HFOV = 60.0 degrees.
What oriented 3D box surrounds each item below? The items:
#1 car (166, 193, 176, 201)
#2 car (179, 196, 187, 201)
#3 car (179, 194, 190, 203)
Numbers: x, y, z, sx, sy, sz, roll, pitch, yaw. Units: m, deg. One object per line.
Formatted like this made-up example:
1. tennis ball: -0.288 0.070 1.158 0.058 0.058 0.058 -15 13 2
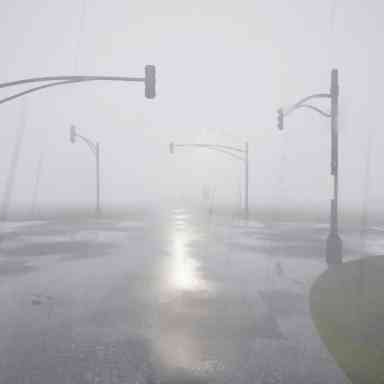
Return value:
1. car: -4.604 1.013 74.022 2.097 1.767 4.553 0 0 -3
2. car: -2.219 1.559 80.003 1.895 1.301 4.718 0 0 -4
3. car: -1.617 1.384 69.929 2.097 1.767 4.553 0 0 -3
